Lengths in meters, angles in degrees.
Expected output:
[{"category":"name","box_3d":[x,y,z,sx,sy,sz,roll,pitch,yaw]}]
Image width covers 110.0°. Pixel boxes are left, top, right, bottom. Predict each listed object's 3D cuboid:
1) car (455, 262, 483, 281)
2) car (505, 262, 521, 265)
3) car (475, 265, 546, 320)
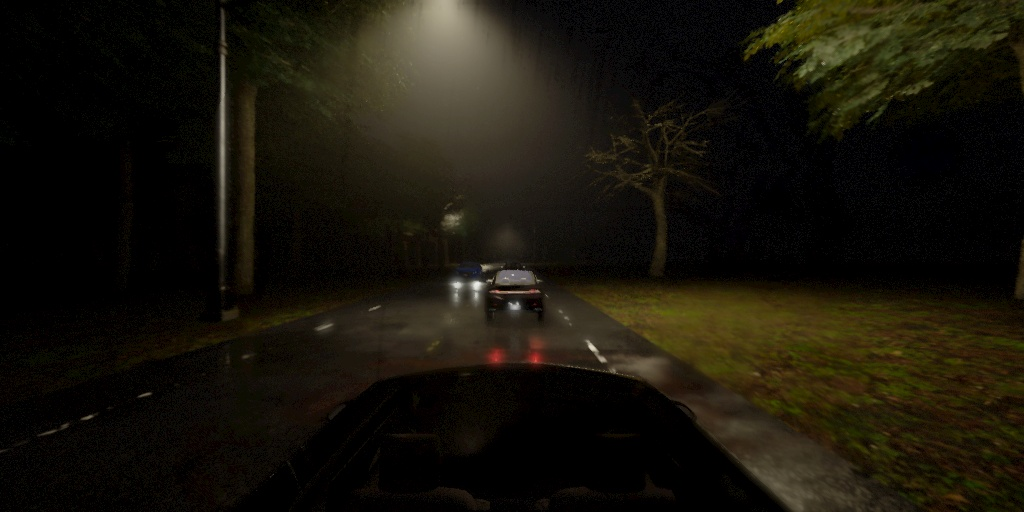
[{"category":"car","box_3d":[-3.551,1.232,30.374,1.882,1.535,5.008,0,0,1]},{"category":"car","box_3d":[0.087,1.259,30.960,1.837,1.490,4.892,0,0,0]},{"category":"car","box_3d":[0.095,1.245,12.571,2.128,1.511,4.902,0,0,0]}]
